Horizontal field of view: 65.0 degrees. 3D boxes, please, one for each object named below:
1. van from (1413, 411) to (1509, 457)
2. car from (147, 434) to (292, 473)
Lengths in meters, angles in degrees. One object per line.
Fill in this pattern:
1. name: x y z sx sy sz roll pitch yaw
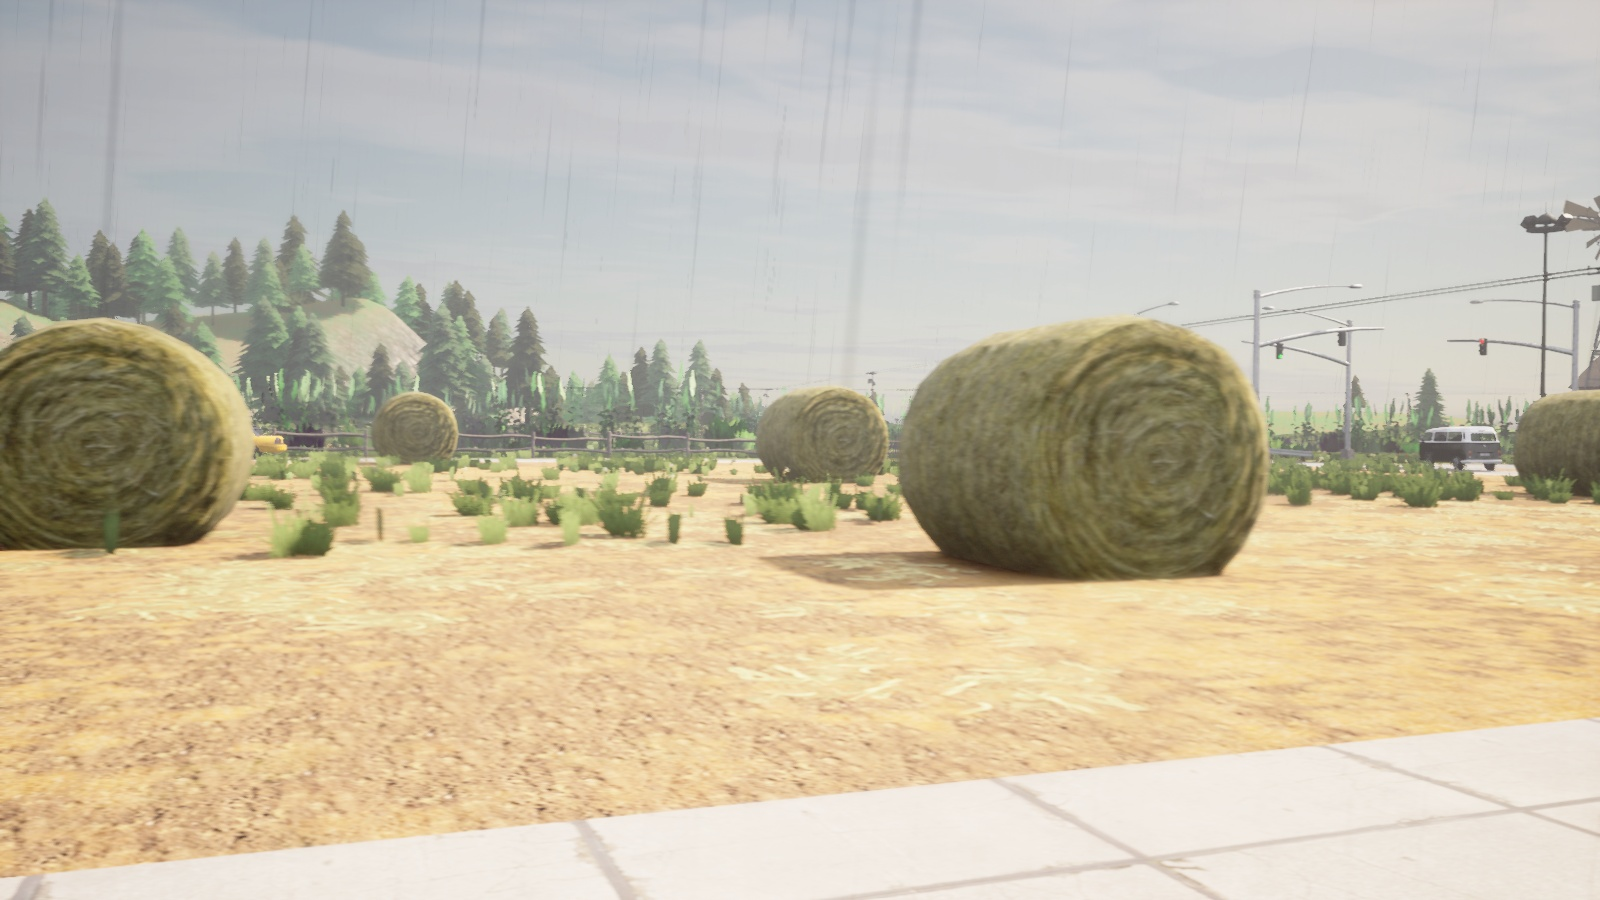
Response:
1. van: 31.105 -0.761 59.235 2.069 2.038 4.480 -2 1 -1
2. car: -24.435 0.122 53.058 5.366 1.575 1.801 -1 1 -17
